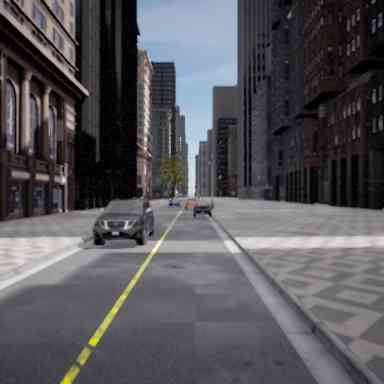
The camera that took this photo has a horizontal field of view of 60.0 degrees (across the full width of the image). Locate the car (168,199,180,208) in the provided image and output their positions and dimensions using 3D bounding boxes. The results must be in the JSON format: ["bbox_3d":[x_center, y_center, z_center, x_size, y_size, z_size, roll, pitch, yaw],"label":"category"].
[{"bbox_3d":[-3.034,1.882,57.979,1.882,1.535,5.008,0,0,1],"label":"car"}]

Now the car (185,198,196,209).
[{"bbox_3d":[0.009,1.714,52.386,2.097,1.767,4.553,0,0,0],"label":"car"}]

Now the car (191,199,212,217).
[{"bbox_3d":[1.056,1.735,34.163,1.837,1.490,4.892,0,0,0],"label":"car"}]

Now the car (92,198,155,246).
[{"bbox_3d":[-3.096,1.328,16.230,2.150,2.045,5.566,0,0,0],"label":"car"}]

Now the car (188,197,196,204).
[{"bbox_3d":[0.014,1.992,78.743,1.994,1.385,4.181,0,-1,0],"label":"car"}]
